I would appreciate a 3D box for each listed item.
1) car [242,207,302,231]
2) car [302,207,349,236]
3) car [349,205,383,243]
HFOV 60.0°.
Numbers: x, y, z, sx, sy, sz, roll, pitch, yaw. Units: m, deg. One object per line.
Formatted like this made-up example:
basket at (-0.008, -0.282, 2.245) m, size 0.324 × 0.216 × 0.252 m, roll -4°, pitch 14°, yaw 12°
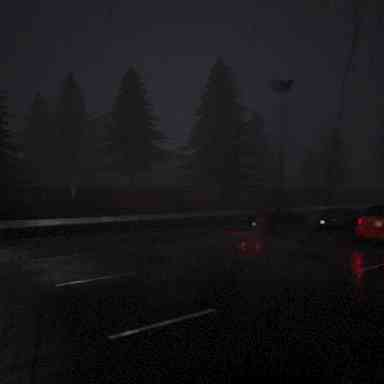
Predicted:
car at (5.399, 1.566, 20.492) m, size 4.718 × 1.301 × 1.895 m, roll 0°, pitch 0°, yaw -35°
car at (8.360, 1.526, 18.306) m, size 4.181 × 1.385 × 1.994 m, roll 0°, pitch 0°, yaw -35°
car at (9.248, 1.317, 14.640) m, size 4.553 × 1.767 × 2.097 m, roll 0°, pitch 0°, yaw -35°
